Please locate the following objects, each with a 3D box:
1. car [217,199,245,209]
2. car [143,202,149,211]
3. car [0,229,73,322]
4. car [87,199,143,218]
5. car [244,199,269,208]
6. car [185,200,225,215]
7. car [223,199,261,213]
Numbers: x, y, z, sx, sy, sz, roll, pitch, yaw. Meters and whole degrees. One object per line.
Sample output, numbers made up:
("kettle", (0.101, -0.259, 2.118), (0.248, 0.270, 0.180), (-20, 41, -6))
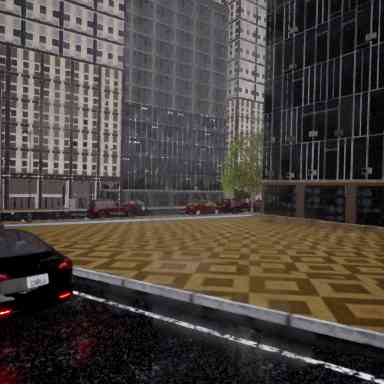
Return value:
("car", (6.216, 1.872, 52.859), (4.313, 1.339, 1.947), (1, 1, -34))
("car", (-7.810, 1.719, 43.241), (4.403, 1.369, 2.008), (1, 1, -34))
("car", (-4.434, 1.501, 6.836), (4.792, 1.488, 2.163), (0, 0, 36))
("car", (-8.026, 1.644, 33.533), (5.009, 1.841, 2.192), (1, 1, -34))
("car", (10.891, 1.934, 56.065), (4.206, 1.307, 1.802), (1, 1, -34))
("car", (1.319, 1.965, 39.948), (4.507, 1.381, 1.887), (1, 1, -34))
("car", (5.999, 1.782, 43.150), (5.009, 1.841, 2.192), (1, 1, -34))
